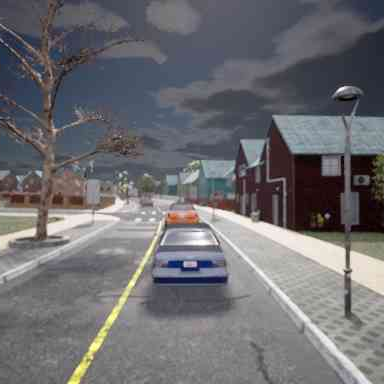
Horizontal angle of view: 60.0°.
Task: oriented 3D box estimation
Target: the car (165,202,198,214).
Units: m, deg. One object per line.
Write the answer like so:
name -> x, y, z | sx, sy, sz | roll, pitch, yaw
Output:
car -> -0.688, 1.427, 21.418 | 2.097, 1.767, 4.553 | 0, 0, -3

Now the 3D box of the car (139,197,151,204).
car -> -9.876, 1.750, 69.268 | 2.128, 1.511, 4.902 | 0, 0, -12

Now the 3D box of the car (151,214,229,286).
car -> -0.104, 1.581, 9.538 | 2.033, 1.411, 5.357 | 0, 0, -1

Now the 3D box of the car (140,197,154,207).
car -> -7.266, 1.685, 54.264 | 1.837, 1.490, 4.892 | 0, 0, -9
